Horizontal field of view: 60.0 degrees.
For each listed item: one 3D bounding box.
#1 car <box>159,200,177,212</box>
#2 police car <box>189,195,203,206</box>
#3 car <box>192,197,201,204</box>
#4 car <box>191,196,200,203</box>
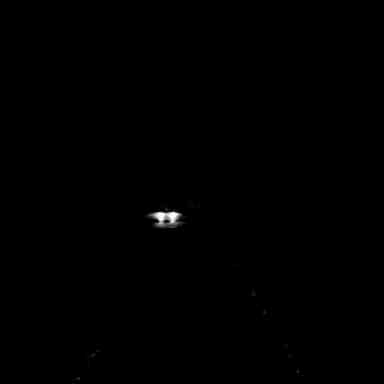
[{"bbox_3d":[-2.852,1.667,39.498,1.895,1.301,4.718,0,0,0],"label":"car"},{"bbox_3d":[0.813,1.545,57.846,1.930,1.638,5.238,0,0,0],"label":"police car"},{"bbox_3d":[0.811,1.678,67.736,1.812,1.442,4.674,0,0,0],"label":"car"},{"bbox_3d":[0.810,1.678,73.736,1.837,1.490,4.892,0,0,0],"label":"car"}]
